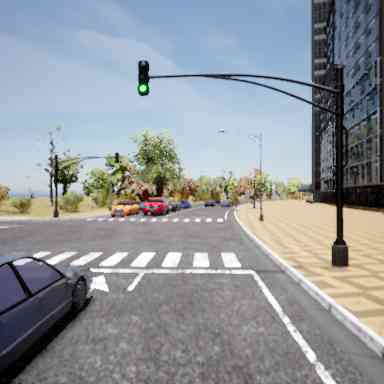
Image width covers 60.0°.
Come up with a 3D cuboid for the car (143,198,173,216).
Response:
[{"bbox_3d":[-4.183,1.712,39.662,2.150,2.045,5.566,0,-1,7],"label":"car"}]

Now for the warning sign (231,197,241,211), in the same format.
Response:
[{"bbox_3d":[6.144,1.700,46.480,1.300,1.860,1.060,0,0,8],"label":"warning sign"}]

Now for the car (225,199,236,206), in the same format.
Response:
[{"bbox_3d":[9.096,2.522,78.643,2.128,1.511,4.902,0,-1,13],"label":"car"}]

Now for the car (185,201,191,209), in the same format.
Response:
[{"bbox_3d":[-1.292,2.272,59.838,1.812,1.442,4.674,0,-1,10],"label":"car"}]

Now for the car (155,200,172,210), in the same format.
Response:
[{"bbox_3d":[-4.914,2.224,57.906,1.837,1.490,4.892,0,-1,9],"label":"car"}]

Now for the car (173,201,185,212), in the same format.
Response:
[{"bbox_3d":[-2.920,2.107,49.556,2.128,1.511,4.902,0,-1,8],"label":"car"}]

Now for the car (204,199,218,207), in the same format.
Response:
[{"bbox_3d":[3.729,2.419,69.028,1.994,1.385,4.181,0,-1,12],"label":"car"}]

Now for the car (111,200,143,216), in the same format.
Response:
[{"bbox_3d":[-7.649,1.822,38.216,2.097,1.767,4.553,0,-1,8],"label":"car"}]

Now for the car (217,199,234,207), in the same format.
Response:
[{"bbox_3d":[7.013,2.410,68.328,2.033,1.411,5.357,0,-1,12],"label":"car"}]

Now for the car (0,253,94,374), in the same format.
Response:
[{"bbox_3d":[-3.062,1.606,4.717,2.033,1.411,5.357,0,-1,1],"label":"car"}]

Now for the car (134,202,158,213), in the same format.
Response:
[{"bbox_3d":[-6.477,2.135,47.610,2.033,1.411,5.357,0,-1,8],"label":"car"}]

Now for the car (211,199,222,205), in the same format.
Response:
[{"bbox_3d":[5.786,2.368,78.750,1.812,1.442,4.674,0,-1,13],"label":"car"}]
